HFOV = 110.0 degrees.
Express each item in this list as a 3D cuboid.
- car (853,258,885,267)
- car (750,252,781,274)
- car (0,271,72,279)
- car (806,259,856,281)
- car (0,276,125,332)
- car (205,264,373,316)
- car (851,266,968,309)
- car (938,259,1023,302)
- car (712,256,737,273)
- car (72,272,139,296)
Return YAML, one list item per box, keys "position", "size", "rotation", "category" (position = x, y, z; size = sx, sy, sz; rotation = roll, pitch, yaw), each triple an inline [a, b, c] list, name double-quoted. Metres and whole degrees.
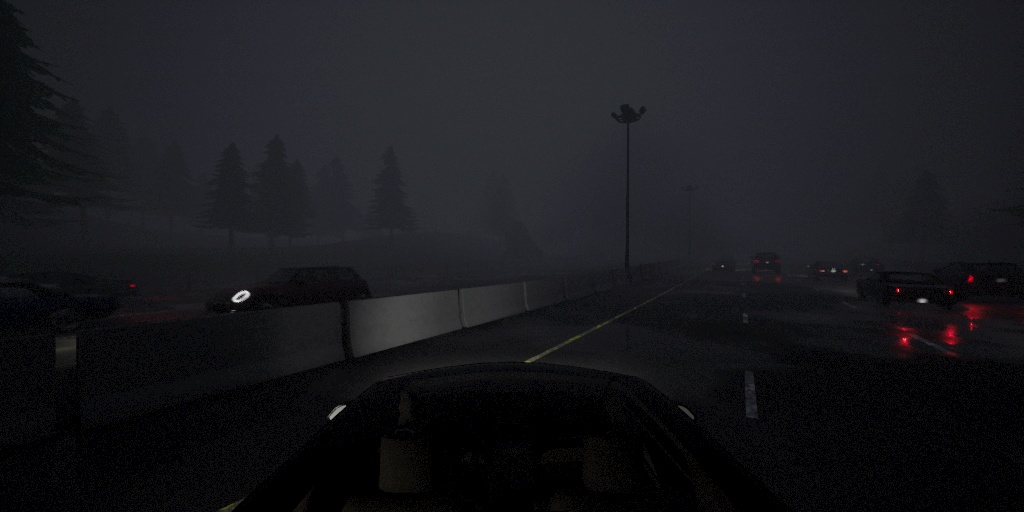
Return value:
- position: [30.608, 0.890, 31.233]
  size: [2.128, 1.511, 4.902]
  rotation: [0, 1, 33]
  category: "car"
- position: [24.466, 0.627, 34.618]
  size: [2.150, 2.045, 5.566]
  rotation: [0, 1, 32]
  category: "car"
- position: [-16.350, 1.262, 10.138]
  size: [1.812, 1.442, 4.674]
  rotation: [0, 0, 33]
  category: "car"
- position: [23.947, 1.061, 27.303]
  size: [2.033, 1.411, 5.357]
  rotation: [0, 1, 33]
  category: "car"
- position: [-13.125, 1.340, 8.685]
  size: [1.895, 1.301, 4.718]
  rotation: [0, 0, 33]
  category: "car"
- position: [-7.015, 1.093, 11.743]
  size: [2.097, 1.767, 4.553]
  rotation: [0, 0, 33]
  category: "car"
- position: [15.861, 1.284, 14.665]
  size: [1.895, 1.301, 4.718]
  rotation: [0, 0, 33]
  category: "car"
- position: [21.160, 1.000, 16.455]
  size: [2.097, 1.767, 4.553]
  rotation: [0, 1, 33]
  category: "car"
- position: [21.887, 0.955, 37.087]
  size: [1.994, 1.385, 4.181]
  rotation: [0, 1, 33]
  category: "car"
- position: [-18.209, 1.284, 13.729]
  size: [2.033, 1.411, 5.357]
  rotation: [0, 0, 33]
  category: "car"
